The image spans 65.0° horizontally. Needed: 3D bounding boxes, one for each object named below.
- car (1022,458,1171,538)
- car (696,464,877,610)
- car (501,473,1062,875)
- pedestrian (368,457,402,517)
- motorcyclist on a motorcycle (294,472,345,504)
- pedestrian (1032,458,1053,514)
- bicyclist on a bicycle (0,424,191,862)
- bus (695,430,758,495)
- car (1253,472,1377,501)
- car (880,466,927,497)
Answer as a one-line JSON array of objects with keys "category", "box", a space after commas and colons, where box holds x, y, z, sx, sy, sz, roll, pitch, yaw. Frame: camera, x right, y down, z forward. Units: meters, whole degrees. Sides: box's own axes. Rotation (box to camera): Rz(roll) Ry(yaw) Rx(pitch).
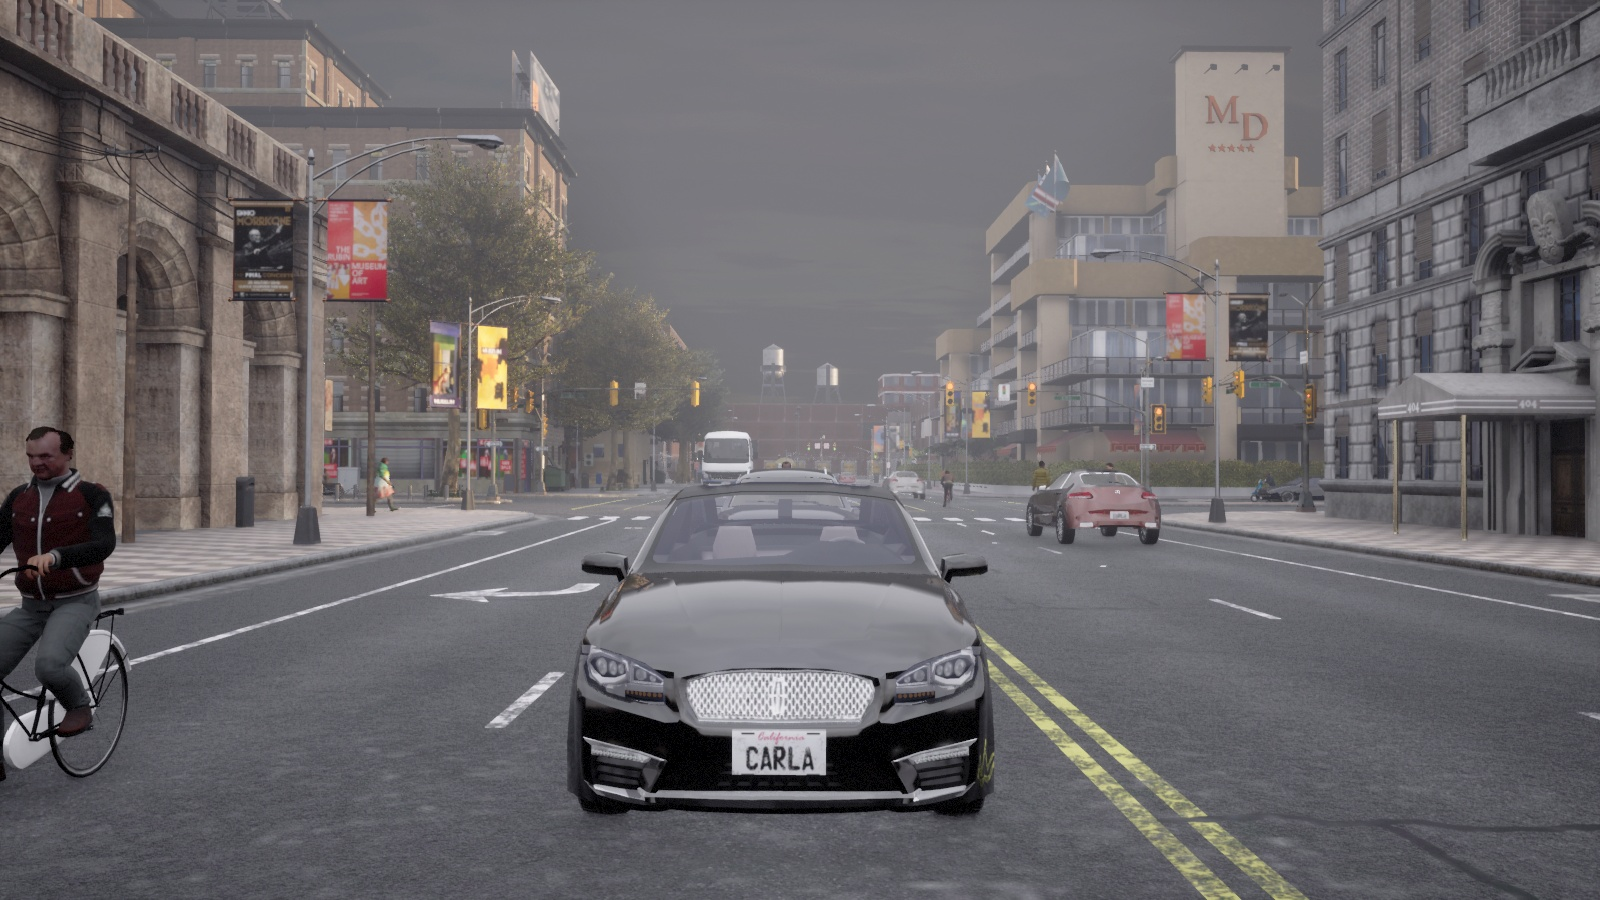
[{"category": "car", "box": [6.669, 1.050, 28.852, 2.152, 1.651, 5.027, 0, -1, -1]}, {"category": "car", "box": [-0.165, 1.024, 16.622, 2.033, 1.649, 4.856, 0, -1, 0]}, {"category": "car", "box": [-0.075, 0.892, 7.229, 2.128, 1.511, 4.902, 0, -1, 0]}, {"category": "pedestrian", "box": [-13.553, 1.212, 41.020, 0.873, 1.952, 0.659, 0, -1, -1]}, {"category": "motorcyclist on a motorcycle", "box": [-25.187, 1.968, 65.836, 2.350, 1.649, 0.766, 0, -1, -1]}, {"category": "pedestrian", "box": [8.035, 1.191, 41.583, 0.431, 1.840, 0.709, -1, -1, 35]}, {"category": "bicyclist on a bicycle", "box": [-3.575, 0.796, 5.776, 0.659, 1.776, 1.843, 0, -1, 0]}, {"category": "bus", "box": [-4.931, 0.914, 86.961, 3.944, 4.253, 10.273, 0, -1, -1]}, {"category": "car", "box": [25.783, 1.814, 63.007, 5.357, 1.411, 2.033, 0, -1, -1]}, {"category": "car", "box": [5.865, 1.767, 71.493, 2.152, 1.651, 5.027, 0, -1, -1]}]
